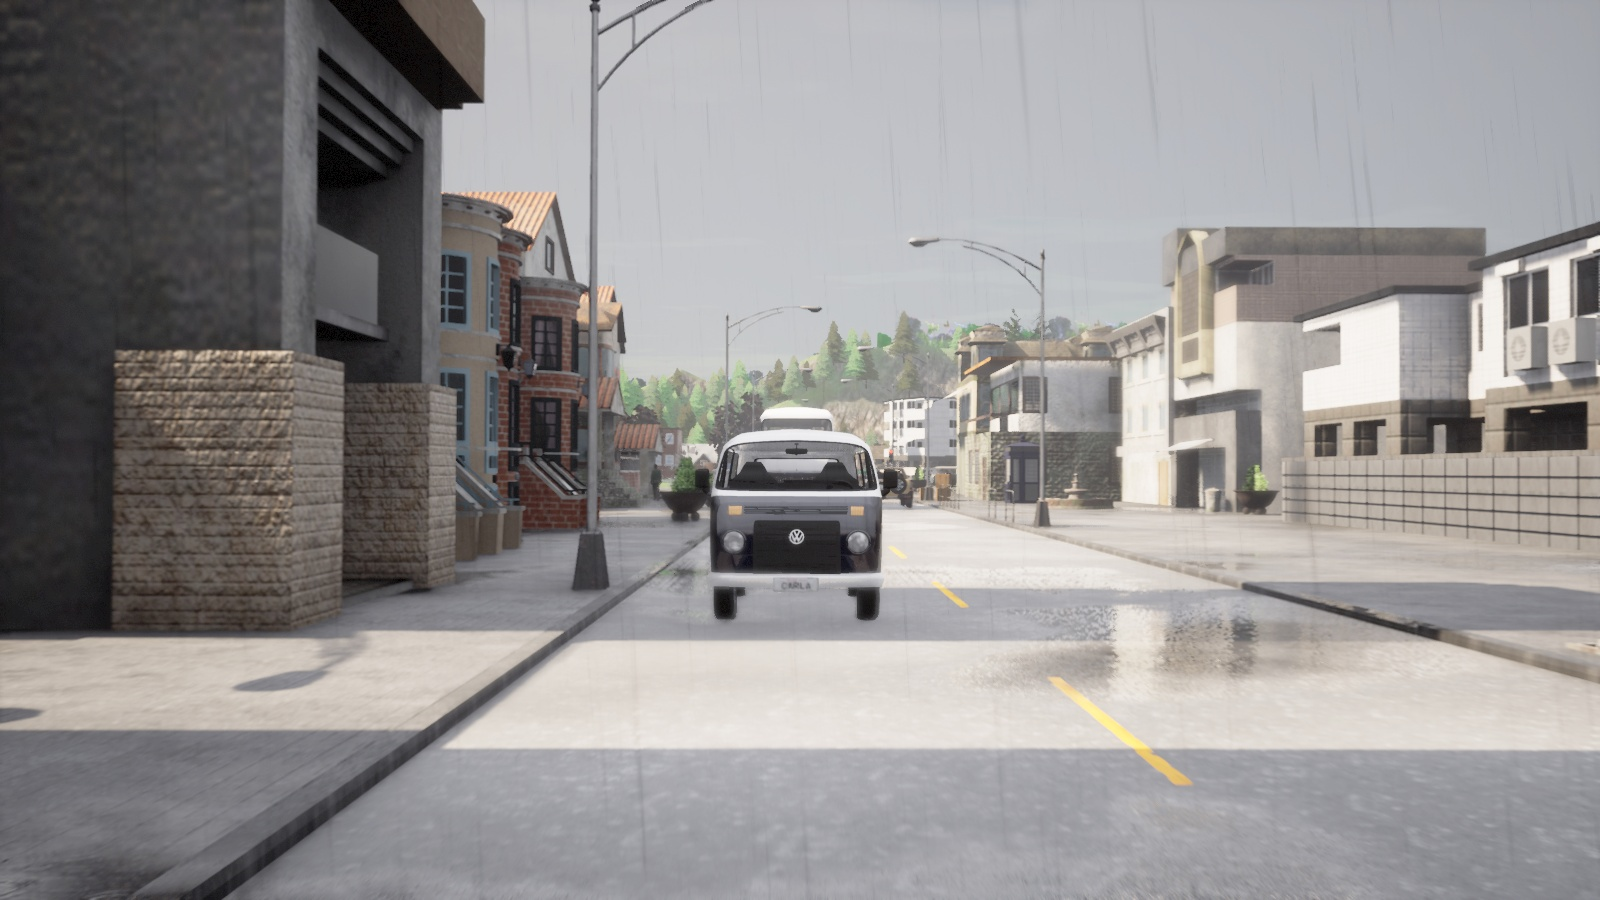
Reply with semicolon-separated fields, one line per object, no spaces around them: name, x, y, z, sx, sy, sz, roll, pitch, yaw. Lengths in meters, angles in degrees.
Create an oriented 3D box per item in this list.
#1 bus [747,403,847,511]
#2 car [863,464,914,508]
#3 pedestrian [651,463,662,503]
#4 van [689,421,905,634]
bus;-0.141;0.359;54.963;3.944;4.253;10.273;0;-1;0
car;3.863;1.544;55.414;1.932;1.855;4.605;0;-1;0
pedestrian;-6.970;1.586;60.967;0.423;1.949;0.788;0;-1;-16
van;-0.036;0.778;14.325;2.069;2.038;4.480;0;-1;0
